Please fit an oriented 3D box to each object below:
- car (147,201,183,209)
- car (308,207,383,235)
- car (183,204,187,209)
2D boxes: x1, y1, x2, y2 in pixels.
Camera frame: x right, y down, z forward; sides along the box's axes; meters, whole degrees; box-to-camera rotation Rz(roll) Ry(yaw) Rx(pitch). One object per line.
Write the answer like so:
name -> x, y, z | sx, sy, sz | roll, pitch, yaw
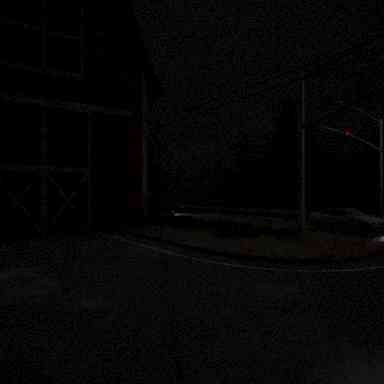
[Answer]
car -> -3.588, 1.804, 38.708 | 2.033, 1.411, 5.357 | 0, 0, -34
car -> 9.265, 1.660, 19.970 | 1.812, 1.442, 4.674 | 0, -1, -34
car -> -2.399, 1.847, 43.518 | 1.994, 1.385, 4.181 | 0, 0, -34
